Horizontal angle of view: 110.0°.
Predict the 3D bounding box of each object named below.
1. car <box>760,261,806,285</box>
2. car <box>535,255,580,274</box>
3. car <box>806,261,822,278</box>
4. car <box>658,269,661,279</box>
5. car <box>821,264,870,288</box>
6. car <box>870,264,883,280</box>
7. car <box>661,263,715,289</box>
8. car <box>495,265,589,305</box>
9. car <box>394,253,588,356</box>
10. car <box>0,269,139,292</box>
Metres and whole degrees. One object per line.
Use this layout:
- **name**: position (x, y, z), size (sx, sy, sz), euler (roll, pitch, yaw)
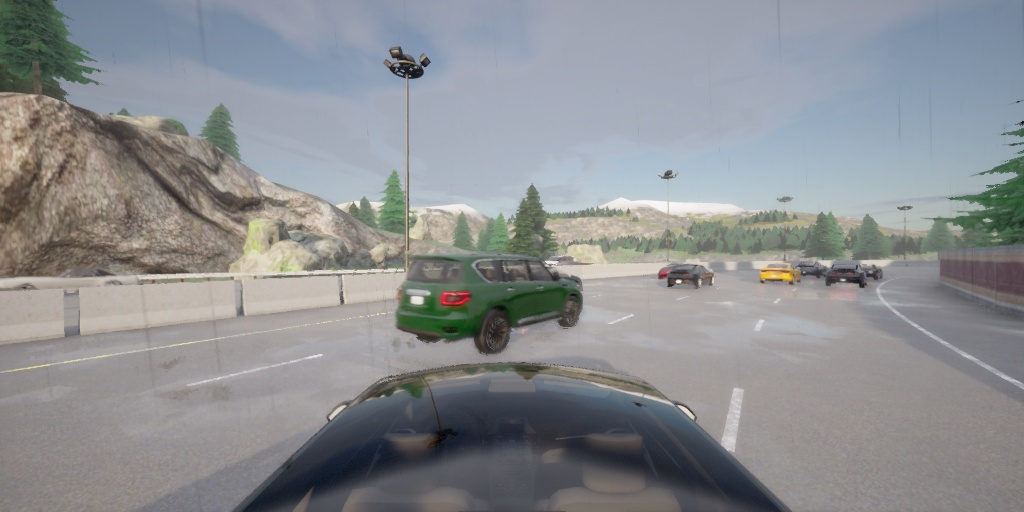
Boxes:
- **car**: position (19.769, 1.228, 26.330), size (5.008, 1.535, 1.882), euler (0, 0, -44)
- **car**: position (5.403, 0.972, 41.952), size (5.566, 2.045, 2.150), euler (0, 0, -43)
- **car**: position (27.713, 1.241, 33.200), size (4.902, 1.511, 2.128), euler (0, 0, -39)
- **car**: position (14.269, 1.313, 30.787), size (4.181, 1.385, 1.994), euler (0, 0, -43)
- **car**: position (22.489, 1.255, 24.087), size (4.892, 1.490, 1.837), euler (0, 0, -43)
- **car**: position (30.432, 1.351, 30.915), size (4.718, 1.301, 1.895), euler (0, 0, -39)
- **car**: position (11.644, 1.256, 23.215), size (1.837, 1.490, 4.892), euler (0, 0, 43)
- **car**: position (1.595, 1.241, 17.096), size (2.128, 1.511, 4.902), euler (0, 0, 39)
- **car**: position (-0.234, 0.968, 9.071), size (2.150, 2.045, 5.566), euler (0, -1, 36)
- **car**: position (-23.332, 1.351, 19.031), size (1.895, 1.301, 4.718), euler (0, 0, 34)
